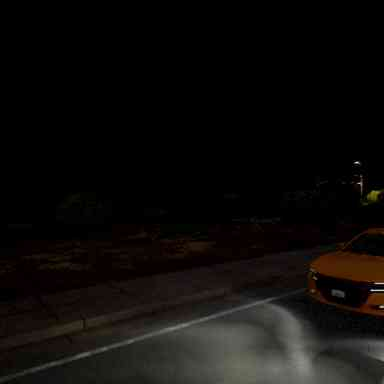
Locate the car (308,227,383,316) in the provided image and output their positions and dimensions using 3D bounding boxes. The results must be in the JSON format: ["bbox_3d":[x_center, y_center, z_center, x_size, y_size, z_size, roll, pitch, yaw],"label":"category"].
[{"bbox_3d":[4.620,1.552,7.473,5.008,1.535,1.882,0,-2,-37],"label":"car"}]
